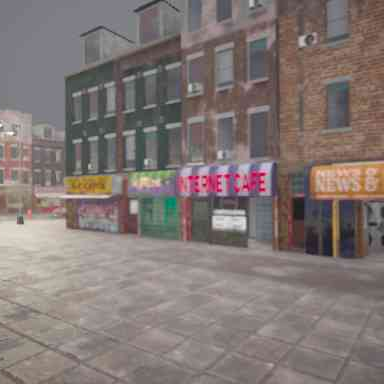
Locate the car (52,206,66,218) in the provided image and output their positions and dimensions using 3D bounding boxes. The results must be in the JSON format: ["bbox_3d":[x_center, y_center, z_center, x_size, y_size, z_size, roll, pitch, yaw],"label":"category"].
[{"bbox_3d":[-12.192,1.811,34.820,2.097,1.767,4.553,-1,-1,35],"label":"car"}]
